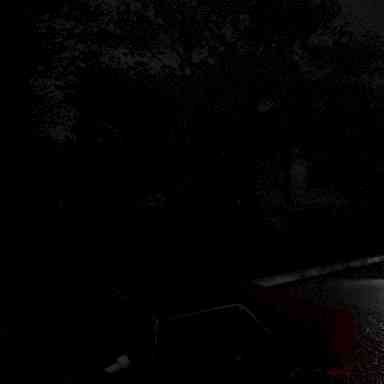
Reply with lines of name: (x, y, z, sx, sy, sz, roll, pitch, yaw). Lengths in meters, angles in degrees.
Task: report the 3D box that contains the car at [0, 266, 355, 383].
car: (-0.540, 1.569, 3.263, 4.718, 1.301, 1.895, 0, 1, -34)
